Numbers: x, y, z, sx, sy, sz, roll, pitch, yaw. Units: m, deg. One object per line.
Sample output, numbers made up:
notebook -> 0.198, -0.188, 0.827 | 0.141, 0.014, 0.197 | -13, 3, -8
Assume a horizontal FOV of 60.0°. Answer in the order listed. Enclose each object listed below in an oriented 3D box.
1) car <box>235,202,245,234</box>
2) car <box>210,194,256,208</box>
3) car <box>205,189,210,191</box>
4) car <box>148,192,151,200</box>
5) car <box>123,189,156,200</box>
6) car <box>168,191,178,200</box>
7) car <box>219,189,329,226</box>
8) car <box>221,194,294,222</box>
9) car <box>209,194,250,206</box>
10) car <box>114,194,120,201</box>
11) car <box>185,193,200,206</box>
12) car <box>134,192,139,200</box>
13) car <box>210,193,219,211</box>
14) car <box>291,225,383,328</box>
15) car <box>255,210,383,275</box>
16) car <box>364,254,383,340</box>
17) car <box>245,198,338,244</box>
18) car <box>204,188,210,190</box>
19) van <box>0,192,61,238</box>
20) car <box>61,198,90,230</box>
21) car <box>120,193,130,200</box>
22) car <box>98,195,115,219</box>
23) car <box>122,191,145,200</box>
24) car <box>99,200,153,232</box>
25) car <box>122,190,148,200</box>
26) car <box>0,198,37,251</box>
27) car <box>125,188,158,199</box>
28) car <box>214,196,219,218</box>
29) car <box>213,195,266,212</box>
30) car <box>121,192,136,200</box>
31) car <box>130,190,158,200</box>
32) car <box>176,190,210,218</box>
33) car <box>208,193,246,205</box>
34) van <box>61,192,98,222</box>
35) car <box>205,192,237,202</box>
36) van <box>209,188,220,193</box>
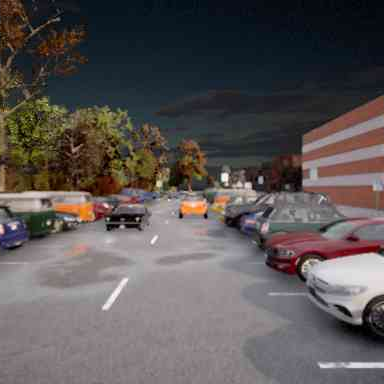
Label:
car -> 4.409, 1.332, 14.249 | 4.674, 1.452, 2.002 | 0, 1, 0
car -> 4.433, 0.971, 36.852 | 4.792, 1.488, 2.163 | 0, 1, 0
car -> 4.406, 0.764, 48.152 | 5.008, 1.535, 2.097 | 0, 1, 0
car -> -8.162, 0.855, 42.418 | 4.892, 1.521, 2.231 | 0, 1, 0
car -> -8.179, 0.765, 48.064 | 4.892, 1.521, 2.231 | 0, 1, 0
car -> -3.302, 0.572, 60.610 | 1.837, 1.490, 4.892 | 0, 1, 0
car -> 4.382, 0.997, 17.070 | 5.566, 2.045, 2.435 | 0, 1, 0
car -> 4.377, 1.035, 22.723 | 4.553, 1.767, 2.185 | 0, 1, 0
car -> 4.400, 0.938, 39.677 | 4.674, 1.452, 2.002 | 0, 1, 0
car -> -8.191, 0.993, 25.351 | 4.553, 1.767, 2.185 | 0, 1, 0
car -> 0.084, 0.901, 42.352 | 1.812, 1.442, 4.674 | 0, 1, 0
car -> -8.192, 1.015, 33.947 | 4.792, 1.488, 2.163 | 0, 1, 0
car -> 4.221, 1.070, 28.375 | 5.366, 1.575, 1.946 | 0, 1, 0
car -> 4.417, 1.464, 5.773 | 4.674, 1.452, 2.002 | 0, 1, 0
car -> 4.418, 1.380, 8.597 | 5.008, 1.535, 2.097 | 0, 1, 0
car -> 4.412, 1.503, 2.938 | 4.674, 1.452, 2.002 | 0, 1, 0
car -> 4.381, 1.210, 11.421 | 4.553, 1.767, 2.185 | 0, 1, 0
car -> 4.427, 0.418, 53.800 | 5.566, 2.045, 2.435 | 0, 1, 0
van -> -8.276, 1.066, 14.180 | 4.442, 1.987, 1.878 | 0, 1, 0
car -> -8.165, 1.249, 17.008 | 4.892, 1.521, 2.231 | 0, 1, 0
car -> -8.156, 1.075, 28.176 | 5.008, 1.535, 2.097 | 0, 1, 0
car -> -8.165, 1.162, 22.530 | 5.008, 1.535, 2.097 | 0, 1, 0
car -> -8.160, 0.942, 36.771 | 5.008, 1.535, 2.097 | 0, 1, 0
car -> -3.356, 1.350, 18.251 | 1.895, 1.301, 4.718 | 0, 1, 0
car -> -8.160, 0.898, 39.594 | 5.008, 1.535, 2.097 | 0, 1, 0
car -> -8.127, 1.212, 11.235 | 4.553, 1.767, 2.185 | 0, 1, 0
car -> -8.145, 0.468, 50.759 | 5.566, 2.045, 2.435 | 0, 1, 0
car -> 4.224, 1.202, 19.899 | 5.366, 1.575, 1.946 | 0, 1, 0
car -> 4.408, 1.069, 31.201 | 4.674, 1.452, 2.002 | 0, 1, 0
car -> -8.167, 1.031, 30.999 | 5.008, 1.535, 2.097 | 0, 1, 0
car -> -8.112, 0.488, 56.541 | 4.553, 1.767, 2.185 | 0, 0, 0
car -> 0.093, 0.978, 26.180 | 2.097, 1.767, 4.553 | 0, 1, 0
car -> 4.405, 0.894, 42.503 | 4.674, 1.452, 2.002 | 0, 1, 0
van -> -8.275, 0.979, 19.830 | 4.442, 1.987, 1.878 | 0, 1, 0
car -> 4.402, 0.756, 50.980 | 4.674, 1.452, 2.002 | 0, 1, 0
van -> 4.288, 0.760, 34.022 | 4.442, 1.987, 1.878 | 0, 1, 0
